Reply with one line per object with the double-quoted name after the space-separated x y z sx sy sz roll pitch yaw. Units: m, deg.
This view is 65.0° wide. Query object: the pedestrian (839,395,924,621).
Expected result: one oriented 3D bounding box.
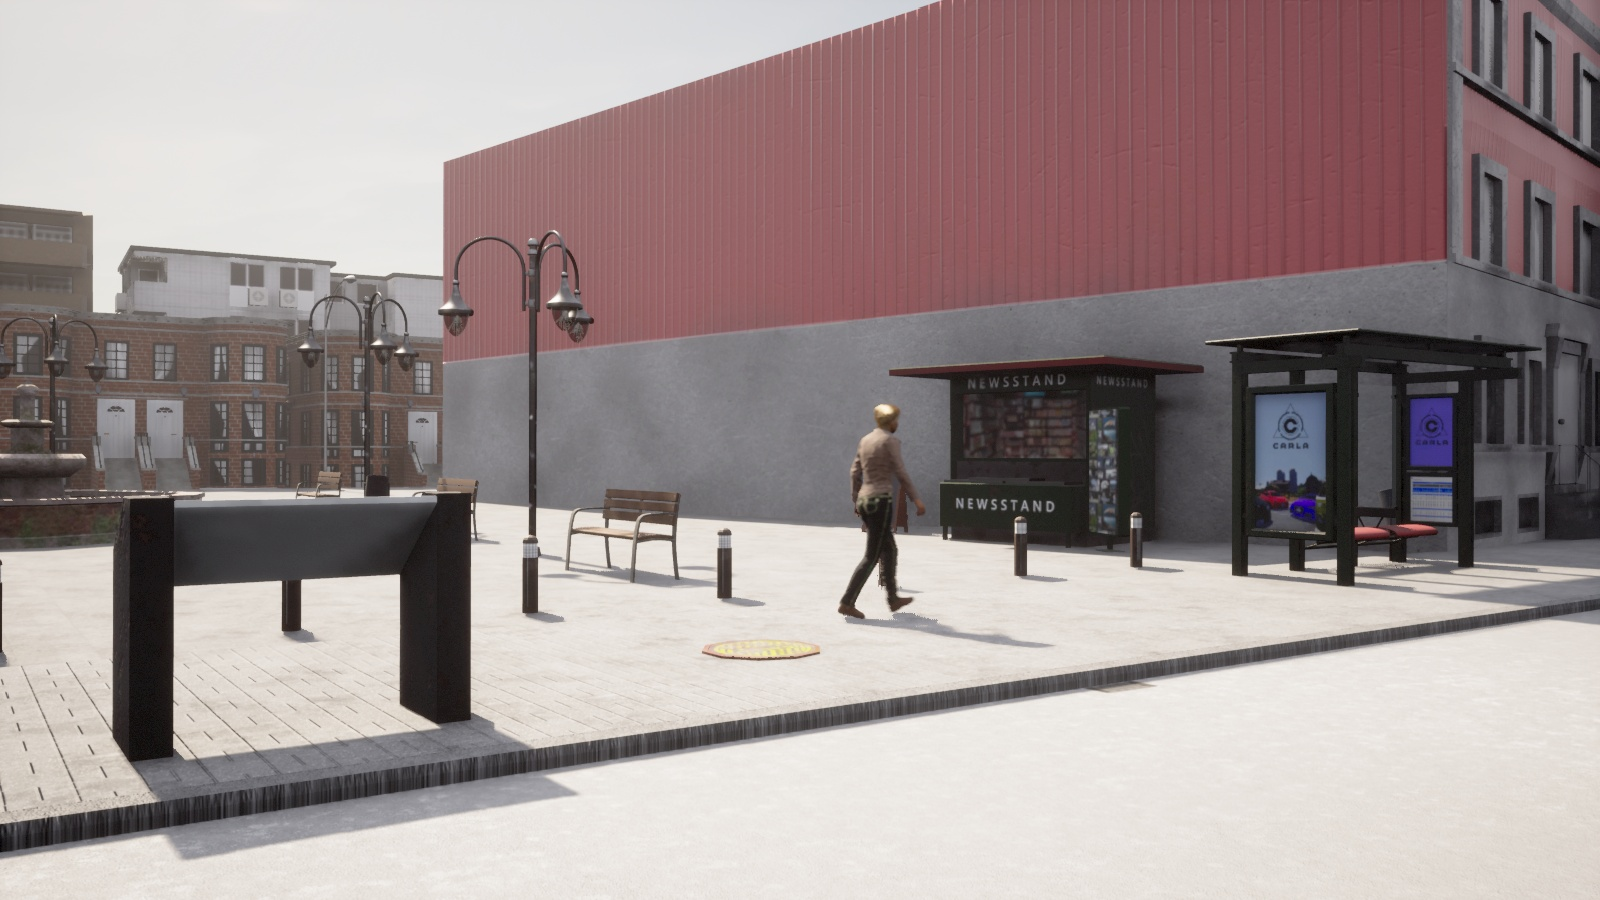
0.687 0.473 10.546 0.634 1.846 0.331 0 0 -30 "pedestrian"
